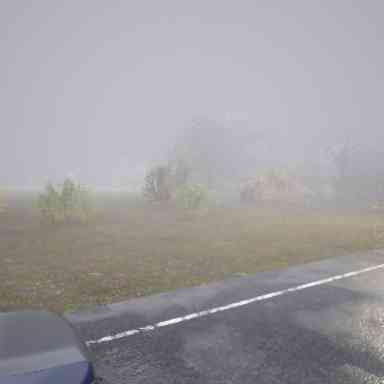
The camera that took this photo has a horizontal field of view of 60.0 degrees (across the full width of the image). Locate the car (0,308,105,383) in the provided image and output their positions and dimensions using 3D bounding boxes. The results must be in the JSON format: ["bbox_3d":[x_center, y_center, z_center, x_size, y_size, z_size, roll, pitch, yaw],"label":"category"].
[{"bbox_3d":[-3.185,1.547,1.719,5.357,1.411,2.033,0,0,-36],"label":"car"}]
